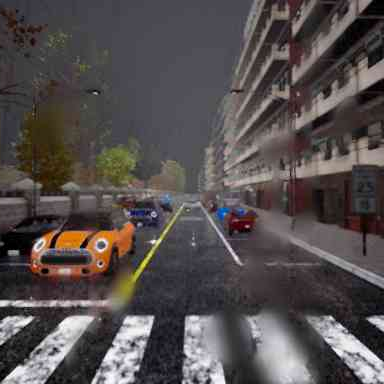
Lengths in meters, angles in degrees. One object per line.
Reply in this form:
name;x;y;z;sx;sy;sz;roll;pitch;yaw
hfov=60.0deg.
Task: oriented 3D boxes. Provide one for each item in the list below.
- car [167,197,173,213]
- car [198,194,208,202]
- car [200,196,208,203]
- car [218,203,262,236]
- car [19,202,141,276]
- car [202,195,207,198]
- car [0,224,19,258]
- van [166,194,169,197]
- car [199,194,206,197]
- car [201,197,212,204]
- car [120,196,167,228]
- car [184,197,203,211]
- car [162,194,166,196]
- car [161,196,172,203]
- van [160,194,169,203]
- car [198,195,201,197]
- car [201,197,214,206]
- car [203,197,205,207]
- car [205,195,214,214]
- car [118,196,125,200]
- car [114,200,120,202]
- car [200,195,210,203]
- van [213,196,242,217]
car;-3.077;1.574;36.201;1.994;1.385;4.181;0;0;0
car;2.701;1.390;80.348;2.192;1.841;5.009;0;0;0
car;2.701;1.645;74.718;1.802;1.307;4.206;0;0;0
car;2.695;1.546;18.416;1.887;1.381;4.507;0;0;0
car;-3.099;1.352;10.372;2.097;1.767;4.553;0;0;0
car;2.698;1.566;46.567;1.887;1.381;4.507;0;0;0
car;-5.686;1.566;12.787;1.947;1.339;4.313;0;0;0
van;-5.681;1.384;63.459;1.690;1.788;3.998;0;0;0
car;2.699;1.342;52.197;2.192;1.841;5.009;0;0;0
car;2.699;1.587;63.458;1.887;1.381;4.507;0;0;0
car;-3.094;1.354;22.044;2.097;1.767;4.553;0;0;0
car;0.005;1.617;41.914;1.895;1.301;4.718;0;0;0
car;-5.681;1.467;52.198;1.967;1.590;4.097;0;0;0
car;-5.680;1.614;74.718;2.008;1.369;4.403;0;0;0
van;-5.680;1.393;69.088;1.690;1.788;3.998;0;0;0
car;0.007;1.628;51.970;1.895;1.301;4.718;0;0;0
car;2.699;1.585;57.828;2.008;1.369;4.403;0;0;0
car;2.697;1.566;40.937;2.008;1.369;4.403;0;0;0
car;2.697;1.451;35.307;1.967;1.590;4.097;0;0;0
car;-5.684;1.321;29.678;2.192;1.841;5.009;0;0;0
car;-5.685;1.528;23.878;1.752;1.417;4.829;0;0;0
car;2.700;1.492;69.087;1.967;1.590;4.097;0;0;0
van;2.696;1.344;24.047;1.690;1.788;3.998;0;0;0
